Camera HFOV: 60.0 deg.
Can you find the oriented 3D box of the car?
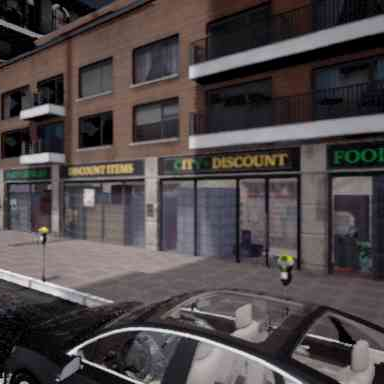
[{"bbox_3d":[0.120,1.546,2.791,4.403,1.369,2.008,0,0,36],"label":"car"}]
